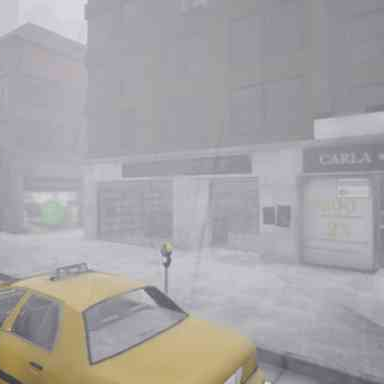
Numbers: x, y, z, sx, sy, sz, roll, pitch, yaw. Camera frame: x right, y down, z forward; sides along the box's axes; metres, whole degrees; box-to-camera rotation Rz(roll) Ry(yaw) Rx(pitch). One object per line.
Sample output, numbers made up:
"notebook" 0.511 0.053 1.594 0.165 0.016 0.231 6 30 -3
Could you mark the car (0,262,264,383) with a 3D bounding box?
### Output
"car" -1.602 1.530 3.989 4.829 1.417 1.752 0 0 35
